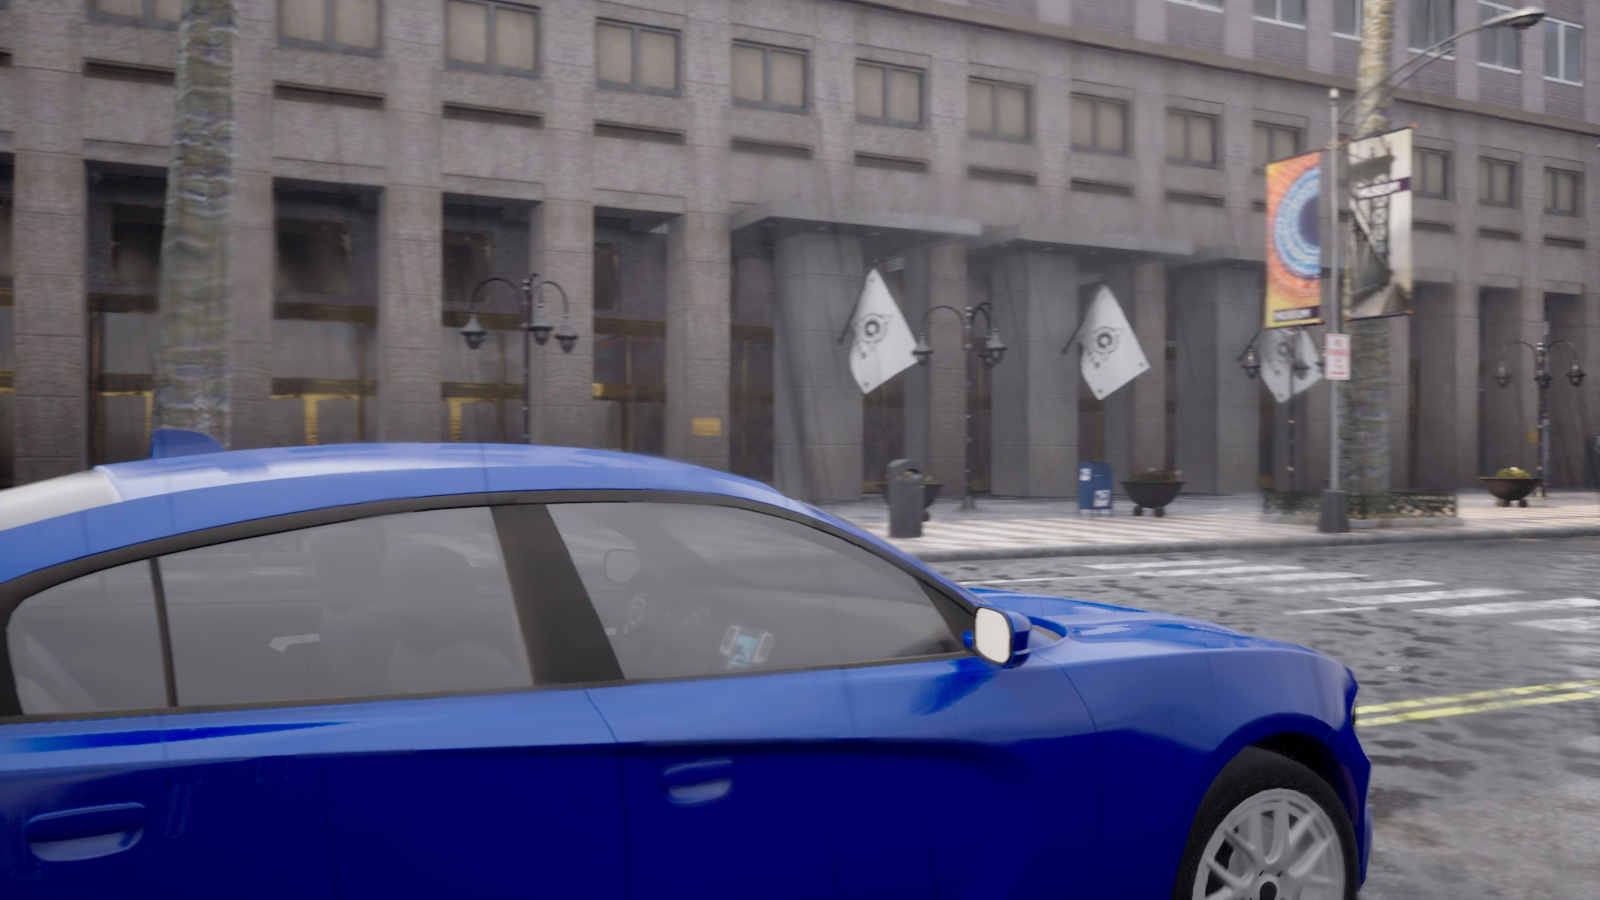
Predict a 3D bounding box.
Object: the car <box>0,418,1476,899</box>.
[{"bbox_3d":[-0.630,0.726,3.145,5.008,1.535,1.882,0,0,-32],"label":"car"}]
